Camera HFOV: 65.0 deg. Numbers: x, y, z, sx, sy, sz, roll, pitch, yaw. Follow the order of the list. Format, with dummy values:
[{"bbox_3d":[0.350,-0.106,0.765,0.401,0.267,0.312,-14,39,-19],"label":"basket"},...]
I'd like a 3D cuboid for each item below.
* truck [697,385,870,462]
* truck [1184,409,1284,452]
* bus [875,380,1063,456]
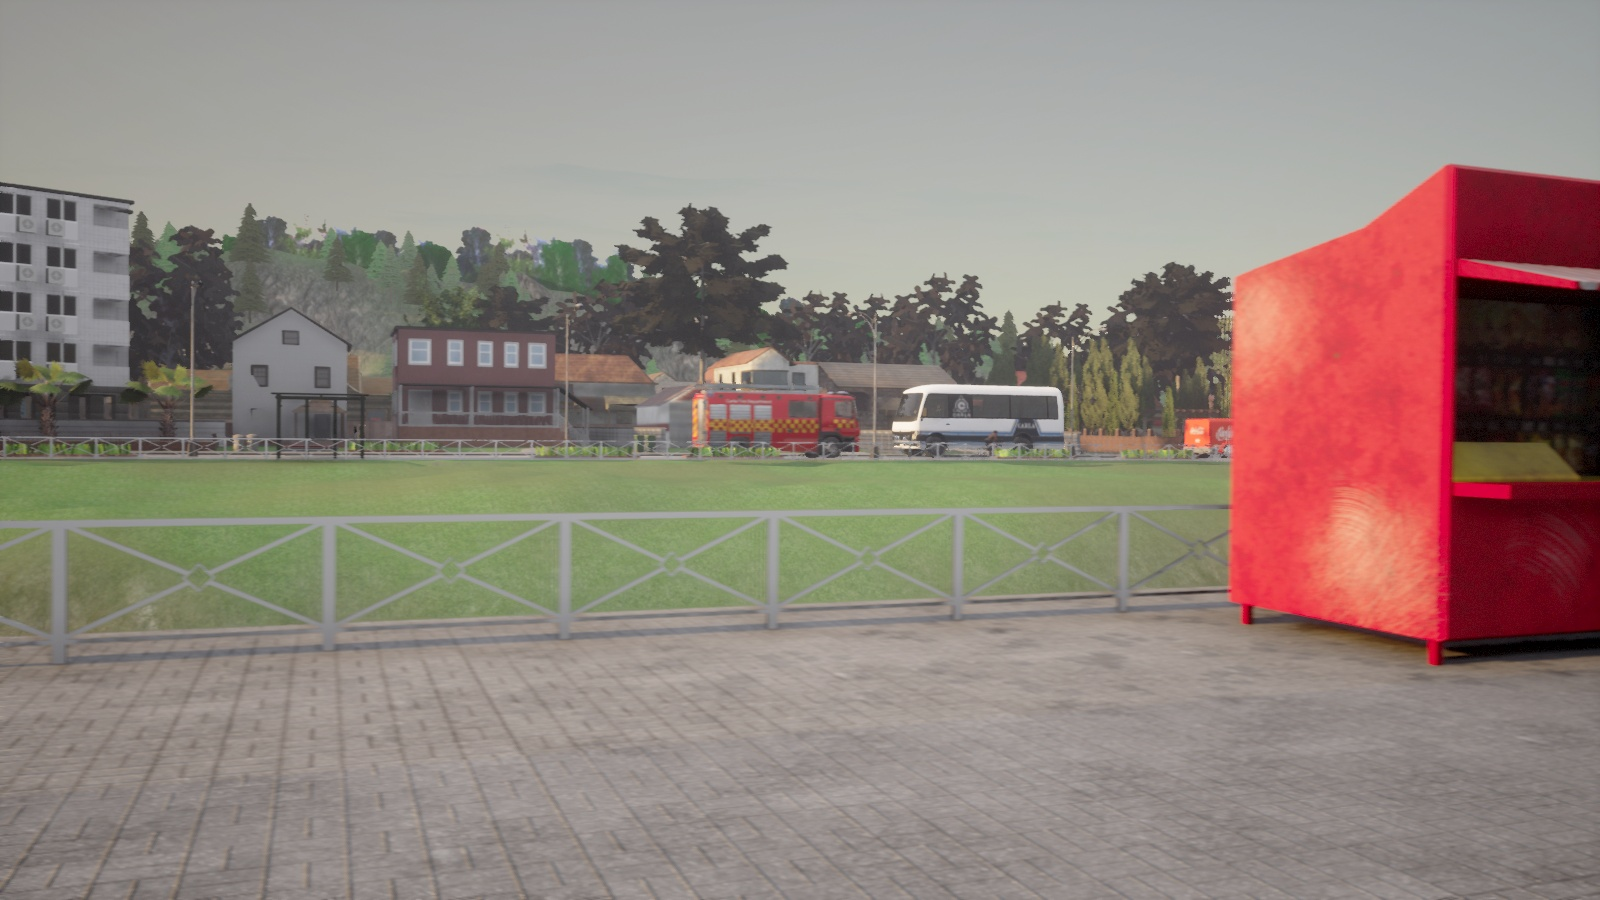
[{"bbox_3d":[-0.859,-1.418,65.152,8.468,3.827,2.891,-1,1,-21],"label":"truck"},{"bbox_3d":[26.036,-1.197,75.364,5.204,2.467,2.627,-1,1,-21],"label":"truck"},{"bbox_3d":[9.903,-1.882,73.511,10.273,4.253,3.944,-1,1,-21],"label":"bus"}]
